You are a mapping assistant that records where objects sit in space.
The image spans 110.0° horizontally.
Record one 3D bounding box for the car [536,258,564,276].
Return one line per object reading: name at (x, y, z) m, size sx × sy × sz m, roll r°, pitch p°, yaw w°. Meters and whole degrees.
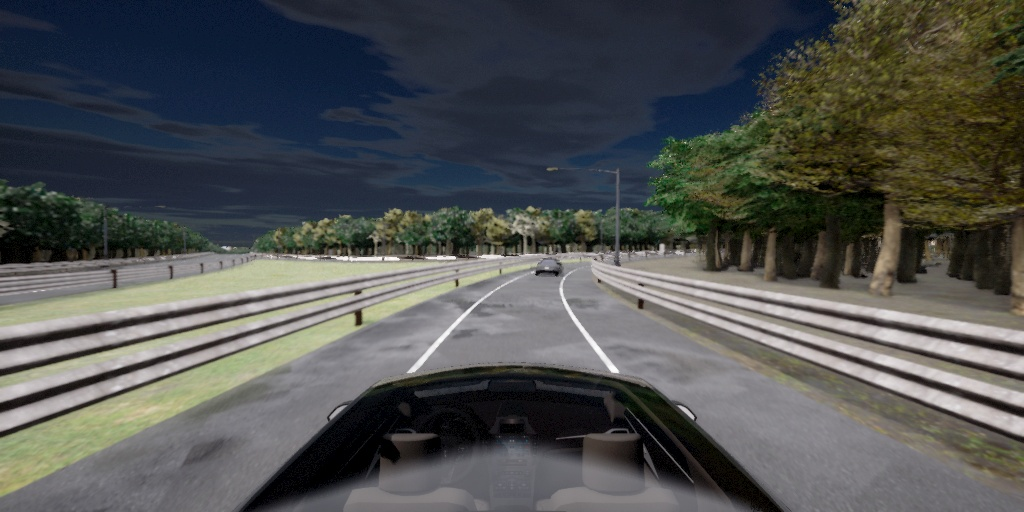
car at (3.244, 0.874, 30.427) m, size 1.994 × 1.385 × 4.181 m, roll 0°, pitch 1°, yaw 14°
